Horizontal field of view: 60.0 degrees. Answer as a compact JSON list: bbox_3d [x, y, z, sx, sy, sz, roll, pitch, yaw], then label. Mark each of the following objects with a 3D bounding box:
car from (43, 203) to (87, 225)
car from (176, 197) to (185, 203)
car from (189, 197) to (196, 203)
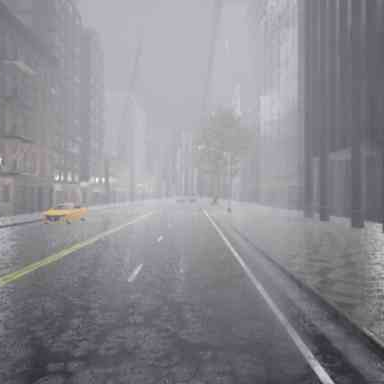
[{"bbox_3d":[-9.718,1.619,25.778,1.882,1.535,5.008,0,-1,0],"label":"car"},{"bbox_3d":[-3.083,2.188,88.075,1.994,1.385,4.181,0,0,0],"label":"car"},{"bbox_3d":[0.166,2.142,87.651,1.837,1.490,4.892,0,0,0],"label":"car"}]
